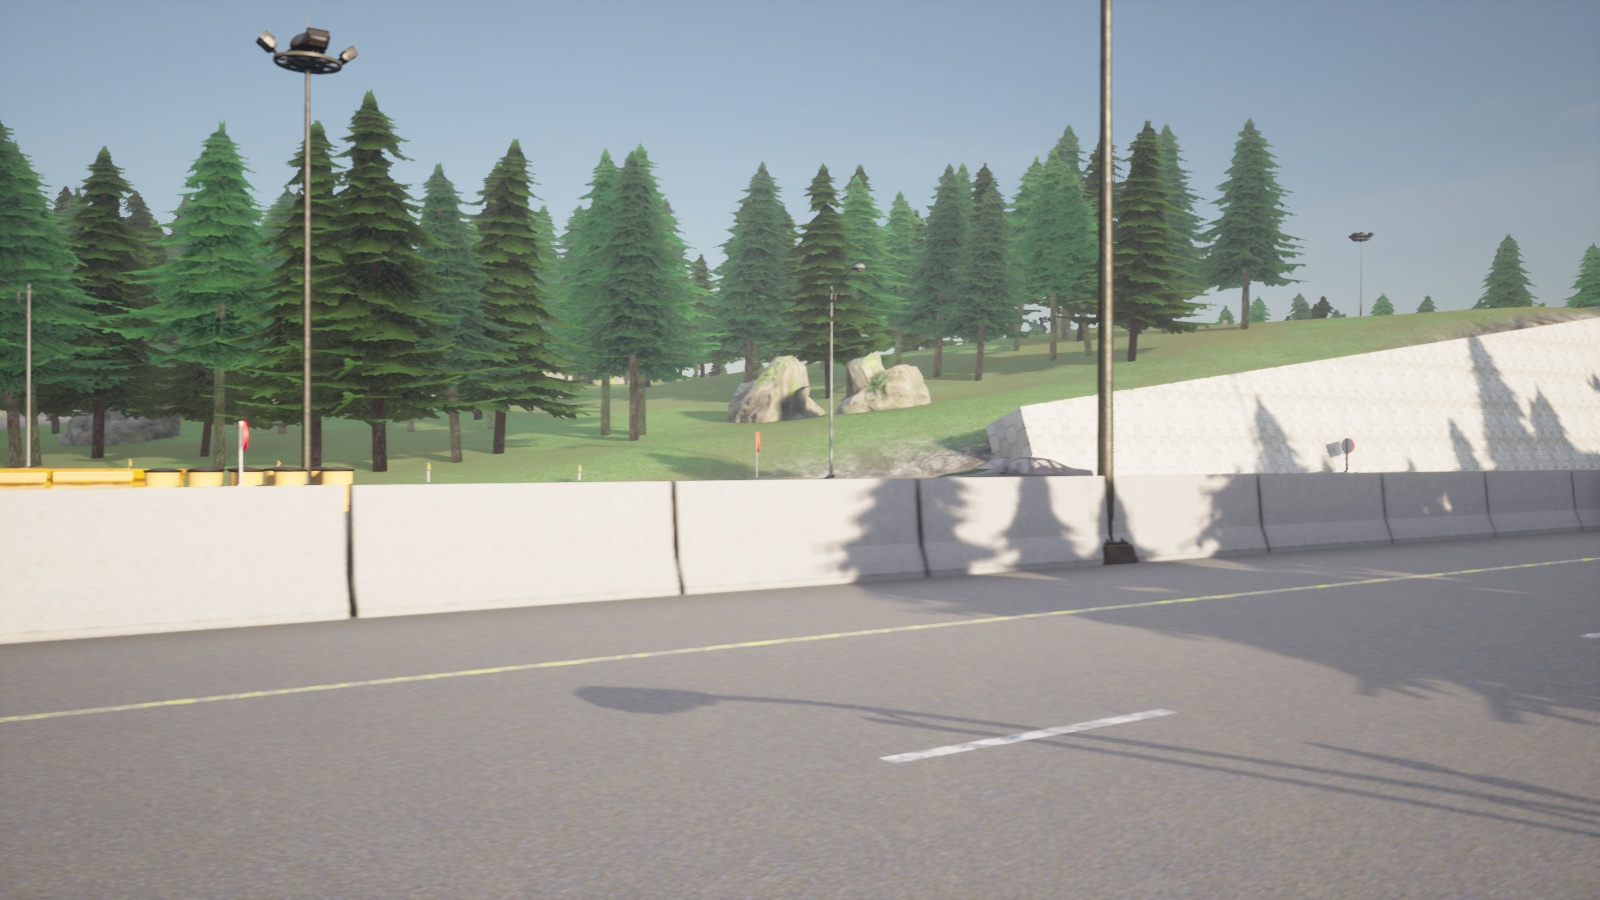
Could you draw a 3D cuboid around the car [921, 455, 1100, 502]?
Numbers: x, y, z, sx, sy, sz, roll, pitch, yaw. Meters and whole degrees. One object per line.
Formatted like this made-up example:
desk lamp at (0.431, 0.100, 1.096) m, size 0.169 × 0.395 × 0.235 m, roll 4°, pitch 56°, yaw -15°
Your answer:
car at (6.733, 0.876, 40.133) m, size 5.357 × 1.411 × 2.033 m, roll 0°, pitch 0°, yaw -21°
